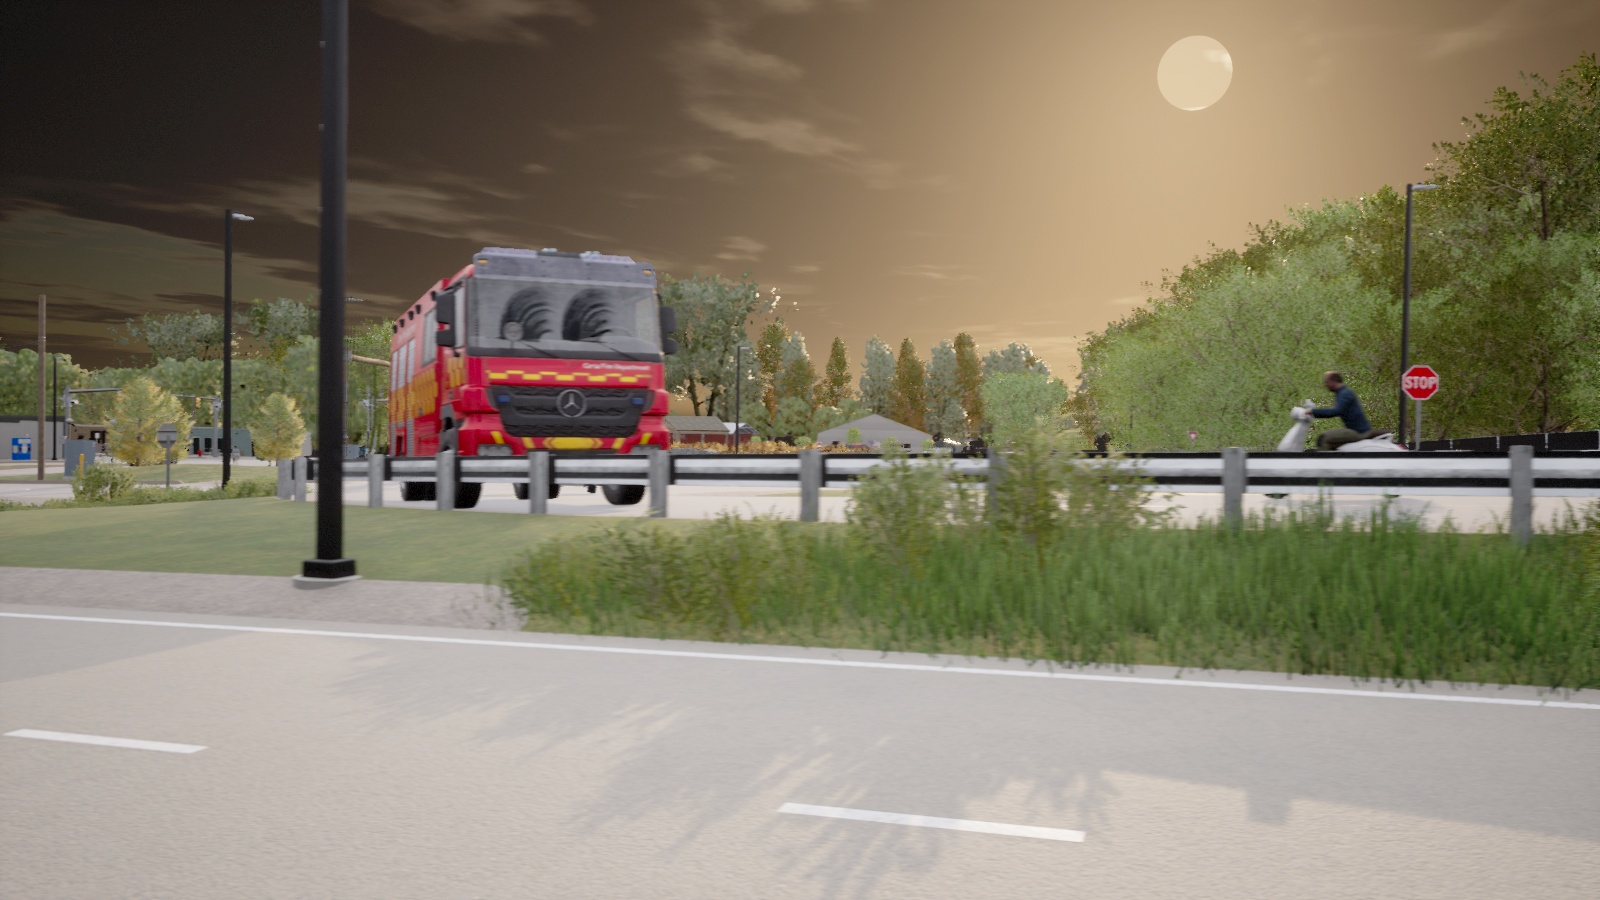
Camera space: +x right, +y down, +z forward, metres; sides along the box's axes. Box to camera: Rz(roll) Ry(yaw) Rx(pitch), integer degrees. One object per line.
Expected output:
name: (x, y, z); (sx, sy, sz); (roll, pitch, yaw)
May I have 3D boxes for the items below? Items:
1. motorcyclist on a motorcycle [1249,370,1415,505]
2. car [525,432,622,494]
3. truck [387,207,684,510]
motorcyclist on a motorcycle: (6.576, -0.134, 15.564); (1.817, 1.590, 0.866); (-1, -1, 23)
car: (-5.898, 0.363, 32.434); (1.845, 1.501, 3.633); (1, -2, -20)
truck: (-4.651, -1.085, 20.287); (2.891, 3.827, 8.468); (1, -1, -24)
